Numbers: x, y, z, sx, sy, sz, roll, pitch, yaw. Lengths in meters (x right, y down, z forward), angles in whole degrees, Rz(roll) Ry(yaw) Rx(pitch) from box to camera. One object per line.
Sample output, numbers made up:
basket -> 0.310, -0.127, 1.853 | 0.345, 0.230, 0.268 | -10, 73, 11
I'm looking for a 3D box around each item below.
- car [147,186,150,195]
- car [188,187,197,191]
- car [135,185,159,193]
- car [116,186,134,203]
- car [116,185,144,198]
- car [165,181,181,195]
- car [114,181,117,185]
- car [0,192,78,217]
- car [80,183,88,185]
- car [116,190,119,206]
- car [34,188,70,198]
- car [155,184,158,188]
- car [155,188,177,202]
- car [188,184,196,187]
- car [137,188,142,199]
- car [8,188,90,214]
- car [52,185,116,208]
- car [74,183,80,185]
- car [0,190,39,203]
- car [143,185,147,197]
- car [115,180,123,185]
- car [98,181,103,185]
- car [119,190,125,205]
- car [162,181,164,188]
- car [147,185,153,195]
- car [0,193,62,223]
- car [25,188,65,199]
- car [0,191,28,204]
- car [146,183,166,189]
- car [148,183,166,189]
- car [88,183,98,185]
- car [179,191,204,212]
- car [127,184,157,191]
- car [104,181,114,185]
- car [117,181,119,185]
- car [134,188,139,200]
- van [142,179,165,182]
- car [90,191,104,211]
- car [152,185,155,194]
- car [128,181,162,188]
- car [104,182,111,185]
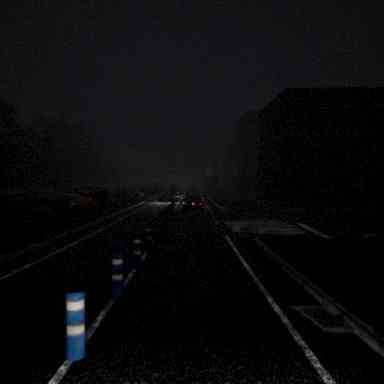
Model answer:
car -> -9.742, 0.201, 54.339 | 4.674, 1.452, 2.002 | 0, 3, 1
car -> 0.090, 0.420, 47.563 | 2.033, 1.411, 5.357 | 0, 2, 0
car -> -9.582, -0.670, 71.034 | 5.008, 1.535, 2.097 | 0, 3, 1
car -> -9.834, 0.512, 40.412 | 4.553, 1.767, 2.185 | 0, 2, 1
car -> -9.821, 0.253, 48.770 | 4.553, 1.767, 2.185 | 0, 2, 1
car -> -3.280, -0.476, 61.287 | 2.150, 2.045, 5.566 | 0, 3, 1
car -> -22.548, -1.425, 85.018 | 4.892, 1.521, 2.231 | 0, 3, 1
car -> -10.072, 0.943, 20.909 | 4.792, 1.488, 2.163 | 0, 0, 1
car -> -22.776, -0.351, 62.641 | 4.553, 1.767, 2.185 | 0, 3, 1
car -> -9.935, 0.817, 32.057 | 4.892, 1.521, 2.231 | 0, 1, 1
car -> -22.826, 0.160, 54.286 | 5.008, 1.535, 2.097 | 0, 2, 1
car -> -9.636, -0.331, 65.478 | 4.674, 1.452, 2.002 | 0, 3, 1
car -> -3.345, 0.524, 43.920 | 1.812, 1.442, 4.674 | 0, 2, 0
car -> 0.038, -1.202, 80.140 | 1.882, 1.535, 5.008 | 0, 3, 0
car -> -9.844, 0.502, 45.989 | 4.792, 1.488, 2.163 | 0, 2, 1
car -> -10.048, 0.776, 23.694 | 4.553, 1.767, 2.185 | 0, 0, 1
car -> -9.995, 0.603, 29.265 | 5.566, 2.045, 2.435 | 0, 1, 1
car -> -22.823, -0.211, 57.062 | 5.566, 2.045, 2.435 | 0, 3, 1
car -> -22.914, 0.554, 43.269 | 4.892, 1.521, 2.231 | 0, 2, 1
car -> -9.796, 0.148, 51.548 | 4.553, 1.767, 2.185 | 0, 2, 1
car -> -22.462, -1.979, 90.567 | 5.566, 2.045, 2.435 | 0, 3, 1
car -> -22.639, -0.927, 71.100 | 5.566, 2.045, 2.435 | 0, 3, 1
car -> -9.887, 0.798, 34.836 | 4.792, 1.488, 2.163 | 0, 1, 1
car -> -9.507, -1.088, 76.460 | 4.553, 1.767, 2.185 | 0, 3, 1
car -> -9.708, 0.040, 57.124 | 5.008, 1.535, 2.097 | 0, 3, 0
car -> -10.038, 0.954, 18.125 | 4.792, 1.488, 2.163 | 0, 0, 1
car -> -22.660, 0.269, 51.497 | 5.366, 1.575, 1.946 | 0, 2, 1
car -> -22.941, 0.635, 40.352 | 5.008, 1.535, 2.097 | 0, 2, 1
car -> -9.431, -1.570, 87.709 | 5.008, 1.535, 2.097 | 0, 3, 1
car -> -9.413, -1.681, 90.491 | 4.674, 1.452, 2.002 | 0, 3, 1
car -> -22.878, -0.530, 68.335 | 5.366, 1.575, 1.946 | 0, 3, 1
car -> 0.092, 0.960, 30.188 | 2.033, 1.411, 5.357 | 0, 2, 0
car -> -9.634, -0.197, 62.695 | 4.792, 1.488, 2.163 | 0, 3, 1
car -> -22.572, -1.275, 82.237 | 5.008, 1.535, 2.097 | 0, 3, 1
car -> -22.544, -1.547, 87.799 | 4.792, 1.488, 2.163 | 0, 3, 1
car -> -9.811, 0.589, 43.203 | 4.792, 1.488, 2.163 | 0, 2, 1
van -> -9.603, -1.495, 82.139 | 4.442, 1.987, 1.878 | 0, 3, 1
car -> -9.987, 0.882, 26.474 | 5.008, 1.535, 2.097 | 0, 1, 1
car -> -9.684, -0.089, 59.910 | 5.008, 1.535, 2.097 | 0, 3, 1
car -> -9.641, -0.772, 68.242 | 5.566, 2.045, 2.435 | 0, 3, 1
car -> -22.594, -1.085, 79.458 | 4.674, 1.452, 2.002 | 0, 3, 1
